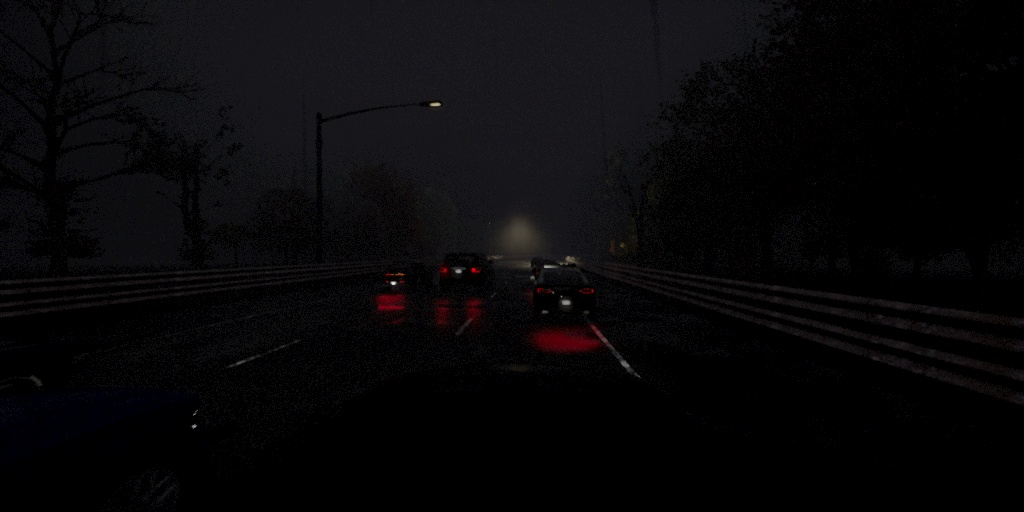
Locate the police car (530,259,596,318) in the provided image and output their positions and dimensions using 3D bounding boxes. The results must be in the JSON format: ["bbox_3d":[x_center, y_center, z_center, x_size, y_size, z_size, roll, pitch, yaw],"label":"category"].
[{"bbox_3d":[1.666,1.081,12.627,1.930,1.638,5.238,0,0,3],"label":"police car"}]

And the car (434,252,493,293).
[{"bbox_3d":[-2.344,0.814,19.705,2.150,2.045,5.566,0,0,4],"label":"car"}]

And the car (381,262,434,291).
[{"bbox_3d":[-5.796,1.089,20.462,1.837,1.490,4.892,0,0,4],"label":"car"}]

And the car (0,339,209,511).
[{"bbox_3d":[-3.340,1.235,0.685,1.882,1.535,5.008,0,1,2],"label":"car"}]

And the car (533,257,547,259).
[{"bbox_3d":[2.710,1.031,28.282,1.837,1.490,4.892,0,0,4],"label":"car"}]

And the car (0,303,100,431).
[{"bbox_3d":[-6.775,1.339,2.667,1.895,1.301,4.718,0,1,2],"label":"car"}]

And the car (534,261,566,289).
[{"bbox_3d":[2.279,1.099,22.373,1.812,1.442,4.674,0,0,4],"label":"car"}]
